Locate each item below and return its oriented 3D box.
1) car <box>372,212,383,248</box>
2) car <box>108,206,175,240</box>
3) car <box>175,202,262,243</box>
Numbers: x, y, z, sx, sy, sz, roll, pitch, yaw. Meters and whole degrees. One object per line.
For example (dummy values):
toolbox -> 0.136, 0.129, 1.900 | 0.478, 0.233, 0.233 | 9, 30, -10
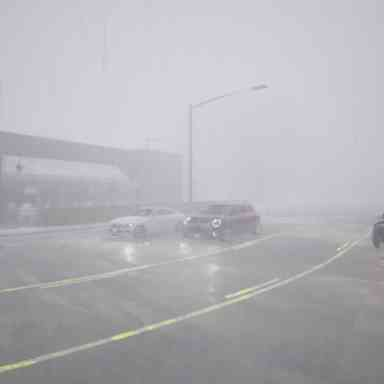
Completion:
car -> 8.801, 1.445, 13.826 | 2.128, 1.511, 4.902 | 0, 0, 36
car -> -2.103, 1.473, 17.132 | 1.812, 1.442, 4.674 | 0, 0, 39
car -> 1.565, 1.301, 16.075 | 2.097, 1.767, 4.553 | 0, 0, 37
